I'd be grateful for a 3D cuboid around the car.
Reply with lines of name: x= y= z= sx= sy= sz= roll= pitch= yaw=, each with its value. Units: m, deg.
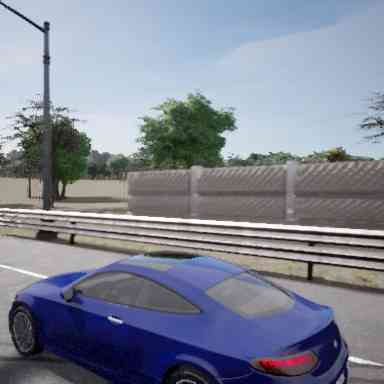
car: x=-0.524 y=1.526 z=4.365 sx=4.674 sy=1.442 sz=1.812 roll=0 pitch=0 yaw=35
